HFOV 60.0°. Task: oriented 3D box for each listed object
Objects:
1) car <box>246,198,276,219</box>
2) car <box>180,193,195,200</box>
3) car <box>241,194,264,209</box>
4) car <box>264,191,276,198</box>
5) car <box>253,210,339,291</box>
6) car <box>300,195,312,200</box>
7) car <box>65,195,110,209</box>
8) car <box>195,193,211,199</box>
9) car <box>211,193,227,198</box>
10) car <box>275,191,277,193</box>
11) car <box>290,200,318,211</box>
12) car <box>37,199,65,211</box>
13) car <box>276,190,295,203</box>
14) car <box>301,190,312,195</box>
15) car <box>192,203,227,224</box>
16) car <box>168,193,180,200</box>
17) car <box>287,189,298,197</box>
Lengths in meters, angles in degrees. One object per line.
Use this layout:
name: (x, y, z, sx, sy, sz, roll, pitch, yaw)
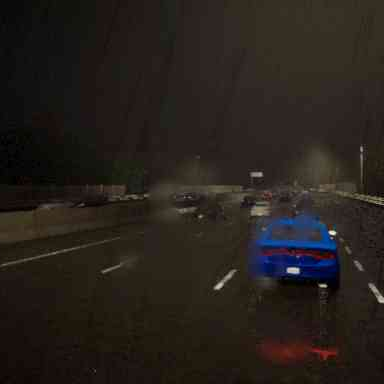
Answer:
car: (6.315, 1.580, 29.348, 1.812, 1.442, 4.674, 0, 0, 19)
car: (-0.386, 0.998, 74.163, 1.837, 1.490, 4.892, 0, 1, 19)
car: (7.995, 1.264, 44.775, 2.097, 1.767, 4.553, 0, 1, 19)
car: (14.279, 1.089, 62.973, 1.837, 1.490, 4.892, 0, 1, 19)
car: (2.963, 1.511, 9.346, 1.882, 1.535, 5.008, 0, 0, 20)
car: (15.947, 1.429, 46.334, 1.895, 1.301, 4.718, 0, 1, 19)
car: (-12.171, 1.405, 40.090, 2.150, 2.045, 5.566, 0, 0, 19)
car: (2.927, 1.029, 73.034, 2.033, 1.411, 5.357, 0, 1, 19)
car: (6.239, 0.958, 71.903, 1.882, 1.535, 5.008, 0, 1, 19)
car: (20.203, 0.623, 80.343, 2.097, 1.767, 4.553, 0, 1, 19)
car: (9.352, 1.616, 27.434, 1.994, 1.385, 4.181, 0, 0, 19)
car: (-16.102, 1.625, 39.519, 1.812, 1.442, 4.674, 0, 0, 20)
car: (16.783, 0.969, 59.491, 2.097, 1.767, 4.553, 0, 1, 19)
car: (23.744, 0.893, 69.012, 1.882, 1.535, 5.008, 0, 1, 19)
car: (1.418, 1.605, 25.972, 1.812, 1.442, 4.674, 0, 0, 19)
car: (-3.699, 0.985, 75.293, 1.882, 1.535, 5.008, 0, 1, 19)
car: (26.597, 0.594, 88.333, 1.837, 1.490, 4.892, 0, 1, 19)
